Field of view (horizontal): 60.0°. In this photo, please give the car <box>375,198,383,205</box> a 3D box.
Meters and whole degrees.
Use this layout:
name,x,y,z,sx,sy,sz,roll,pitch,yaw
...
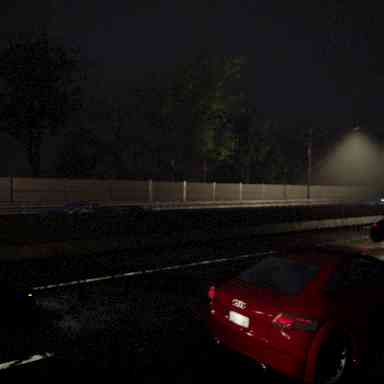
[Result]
name,x,y,z,sx,sy,sz,roll,pitch,yaw
car,28.115,1.400,46.009,5.566,2.045,2.150,0,0,-36

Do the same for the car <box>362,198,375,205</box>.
name,x,y,z,sx,sy,sz,roll,pitch,yaw
car,27.334,1.662,49.763,5.008,1.535,1.882,0,0,-36

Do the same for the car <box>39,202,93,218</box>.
name,x,y,z,sx,sy,sz,roll,pitch,yaw
car,-6.820,1.514,20.684,4.902,1.511,2.128,0,0,-36

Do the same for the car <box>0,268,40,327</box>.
name,x,y,z,sx,sy,sz,roll,pitch,yaw
car,-5.051,1.543,4.425,5.357,1.411,2.033,0,0,-36

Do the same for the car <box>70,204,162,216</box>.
name,x,y,z,sx,sy,sz,roll,pitch,yaw
car,-3.884,1.531,18.492,4.892,1.490,1.837,0,0,-36

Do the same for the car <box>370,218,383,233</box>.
name,x,y,z,sx,sy,sz,roll,pitch,yaw
car,10.097,1.622,15.410,4.181,1.385,1.994,0,0,-36

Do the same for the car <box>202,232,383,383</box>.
name,x,y,z,sx,sy,sz,roll,pitch,yaw
car,2.212,1.579,5.371,4.181,1.385,1.994,0,0,-36

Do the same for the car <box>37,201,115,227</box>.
name,x,y,z,sx,sy,sz,roll,pitch,yaw
car,-8.265,1.503,23.961,5.008,1.535,1.882,0,0,-36
